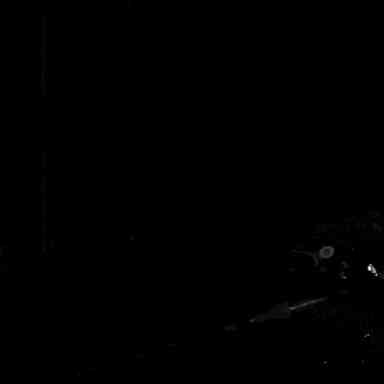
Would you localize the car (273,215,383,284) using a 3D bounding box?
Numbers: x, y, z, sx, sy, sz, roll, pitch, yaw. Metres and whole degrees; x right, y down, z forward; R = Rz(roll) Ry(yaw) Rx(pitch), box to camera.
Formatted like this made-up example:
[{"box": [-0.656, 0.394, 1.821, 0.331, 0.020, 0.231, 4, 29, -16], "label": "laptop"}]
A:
[{"box": [4.224, 1.480, 9.661, 4.097, 1.590, 1.967, 0, 0, -35], "label": "car"}]

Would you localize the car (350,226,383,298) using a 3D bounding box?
[{"box": [5.738, 1.566, 7.467, 4.674, 1.442, 1.812, 0, 0, -35], "label": "car"}]
